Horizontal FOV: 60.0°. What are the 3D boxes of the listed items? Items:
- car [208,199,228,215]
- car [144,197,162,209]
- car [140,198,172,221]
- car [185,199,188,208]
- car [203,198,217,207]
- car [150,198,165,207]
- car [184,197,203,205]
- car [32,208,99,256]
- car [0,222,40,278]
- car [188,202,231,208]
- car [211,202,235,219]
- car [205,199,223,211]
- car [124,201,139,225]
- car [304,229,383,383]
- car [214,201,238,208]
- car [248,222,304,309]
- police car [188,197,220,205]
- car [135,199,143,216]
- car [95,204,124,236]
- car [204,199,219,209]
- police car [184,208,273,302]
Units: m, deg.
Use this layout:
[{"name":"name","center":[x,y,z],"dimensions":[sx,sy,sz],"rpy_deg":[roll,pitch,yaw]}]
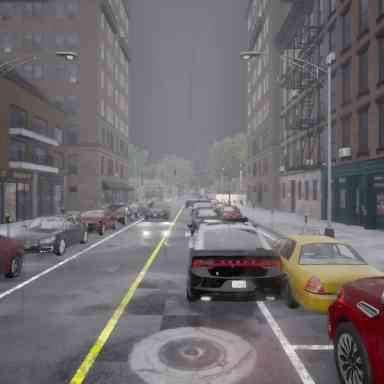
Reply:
[{"name":"car","center":[2.673,1.531,35.266],"dimensions":[1.752,1.417,4.829],"rpy_deg":[0,0,0]},{"name":"car","center":[-5.341,1.454,46.138],"dimensions":[1.967,1.590,4.097],"rpy_deg":[0,0,0]},{"name":"car","center":[-2.720,1.506,27.016],"dimensions":[1.837,1.490,4.892],"rpy_deg":[0,0,0]},{"name":"car","center":[0.072,1.493,47.125],"dimensions":[1.882,1.535,5.008],"rpy_deg":[0,0,1]},{"name":"car","center":[2.689,1.585,51.650],"dimensions":[1.947,1.339,4.313],"rpy_deg":[0,0,0]},{"name":"car","center":[-5.336,1.601,51.657],"dimensions":[1.802,1.307,4.206],"rpy_deg":[0,0,0]},{"name":"car","center":[0.361,1.590,59.775],"dimensions":[1.994,1.385,4.181],"rpy_deg":[0,0,23]},{"name":"car","center":[-5.373,1.551,13.025],"dimensions":[2.008,1.369,4.403],"rpy_deg":[0,0,0]},{"name":"car","center":[-5.379,1.582,7.506],"dimensions":[1.802,1.307,4.206],"rpy_deg":[0,0,0]},{"name":"car","center":[0.844,1.526,18.355],"dimensions":[1.812,1.442,4.674],"rpy_deg":[0,0,0]},{"name":"car","center":[2.668,1.584,29.577],"dimensions":[1.802,1.307,4.206],"rpy_deg":[0,0,0]},{"name":"car","center":[2.678,1.554,40.614],"dimensions":[1.887,1.381,4.507],"rpy_deg":[0,0,0]},{"name":"car","center":[-5.362,1.567,24.063],"dimensions":[1.947,1.339,4.313],"rpy_deg":[0,0,0]},{"name":"car","center":[2.641,1.315,1.986],"dimensions":[2.192,1.841,5.009],"rpy_deg":[0,0,0]},{"name":"car","center":[2.663,1.583,24.059],"dimensions":[1.802,1.307,4.206],"rpy_deg":[0,0,0]},{"name":"car","center":[2.642,1.525,7.672],"dimensions":[1.752,1.417,4.829],"rpy_deg":[0,0,0]},{"name":"police car","center":[0.850,1.426,24.465],"dimensions":[1.930,1.638,5.238],"rpy_deg":[0,0,0]},{"name":"car","center":[-5.357,1.553,29.581],"dimensions":[2.008,1.369,4.403],"rpy_deg":[0,0,0]},{"name":"car","center":[-5.368,1.545,18.544],"dimensions":[1.887,1.381,4.507],"rpy_deg":[0,0,0]},{"name":"car","center":[2.684,1.596,46.132],"dimensions":[1.802,1.307,4.206],"rpy_deg":[0,0,0]},{"name":"police car","center":[0.834,1.425,8.465],"dimensions":[1.930,1.638,5.238],"rpy_deg":[0,0,0]}]
